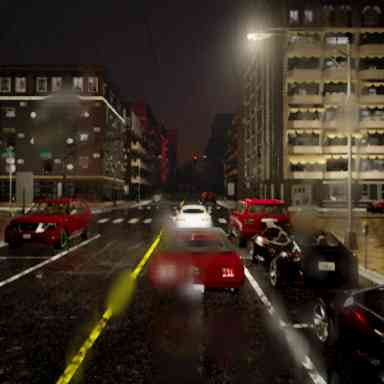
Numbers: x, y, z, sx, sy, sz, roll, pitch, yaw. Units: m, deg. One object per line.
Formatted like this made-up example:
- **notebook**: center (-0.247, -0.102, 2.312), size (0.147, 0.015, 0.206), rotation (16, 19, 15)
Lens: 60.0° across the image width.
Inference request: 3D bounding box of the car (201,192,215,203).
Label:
- **car**: center (2.731, 0.912, 57.929), size (2.192, 1.841, 5.009), rotation (1, 0, 0)

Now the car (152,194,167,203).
- **car**: center (-5.897, 1.148, 57.852), size (2.008, 1.369, 4.403), rotation (1, 0, 0)

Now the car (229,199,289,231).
- **car**: center (2.757, 1.215, 14.155), size (2.192, 1.841, 5.009), rotation (1, 0, 0)

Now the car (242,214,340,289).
- **car**: center (2.689, 1.504, 8.721), size (1.947, 1.339, 4.313), rotation (1, 0, 0)

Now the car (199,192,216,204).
- **car**: center (2.750, 0.951, 52.229), size (2.192, 1.841, 5.009), rotation (1, 0, 0)

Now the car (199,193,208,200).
- **car**: center (2.577, 1.045, 75.015), size (1.947, 1.339, 4.313), rotation (1, 0, 0)

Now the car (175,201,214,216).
- **car**: center (0.074, 1.401, 17.625), size (1.812, 1.442, 4.674), rotation (0, 0, 0)

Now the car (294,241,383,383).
- **car**: center (2.698, 1.542, 3.283), size (1.947, 1.339, 4.313), rotation (1, 0, 0)

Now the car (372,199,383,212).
- **car**: center (22.735, 1.469, 36.944), size (4.313, 1.339, 1.947), rotation (0, -1, 0)

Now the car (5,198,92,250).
- **car**: center (-5.769, 1.215, 14.135), size (2.192, 1.841, 5.009), rotation (1, 0, 0)

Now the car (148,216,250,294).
- **car**: center (0.086, 1.540, 8.562), size (1.895, 1.301, 4.718), rotation (0, 0, 0)

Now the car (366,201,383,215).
- **car**: center (17.234, 1.369, 28.542), size (4.206, 1.307, 1.802), rotation (0, -1, 0)

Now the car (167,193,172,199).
- **car**: center (-5.812, 0.966, 80.465), size (1.752, 1.417, 4.829), rotation (1, 0, 0)
